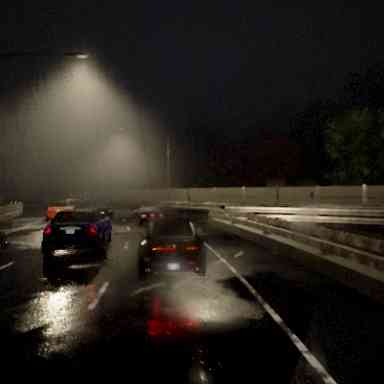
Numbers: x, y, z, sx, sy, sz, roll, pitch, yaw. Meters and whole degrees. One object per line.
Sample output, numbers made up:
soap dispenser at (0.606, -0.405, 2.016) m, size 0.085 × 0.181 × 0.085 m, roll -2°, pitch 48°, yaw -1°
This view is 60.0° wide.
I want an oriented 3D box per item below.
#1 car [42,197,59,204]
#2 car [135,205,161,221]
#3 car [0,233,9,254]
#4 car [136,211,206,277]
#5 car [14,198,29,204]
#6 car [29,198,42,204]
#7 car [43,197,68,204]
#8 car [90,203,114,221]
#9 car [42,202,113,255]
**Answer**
car at (-34.005, 2.011, 79.977) m, size 5.008 × 1.535 × 1.882 m, roll -1°, pitch -1°, yaw 42°
car at (-3.396, 1.744, 26.093) m, size 2.033 × 1.411 × 5.357 m, roll 0°, pitch 0°, yaw -14°
car at (-7.631, 1.641, 10.127) m, size 2.033 × 1.411 × 5.357 m, roll 0°, pitch 0°, yaw -6°
car at (-0.688, 1.585, 10.606) m, size 1.837 × 1.490 × 4.892 m, roll 0°, pitch 0°, yaw -6°
car at (-39.312, 2.096, 75.289) m, size 4.718 × 1.301 × 1.895 m, roll -1°, pitch -1°, yaw 42°
car at (-36.855, 2.036, 77.784) m, size 4.902 × 1.511 × 2.128 m, roll -1°, pitch -1°, yaw 42°
car at (-11.666, 1.596, 29.720) m, size 2.097 × 1.767 × 4.553 m, roll 0°, pitch 0°, yaw -16°
car at (-8.435, 1.810, 31.073) m, size 1.994 × 1.385 × 4.181 m, roll 0°, pitch 0°, yaw -16°
car at (-4.647, 1.466, 14.072) m, size 2.097 × 1.767 × 4.553 m, roll 0°, pitch 0°, yaw -7°
